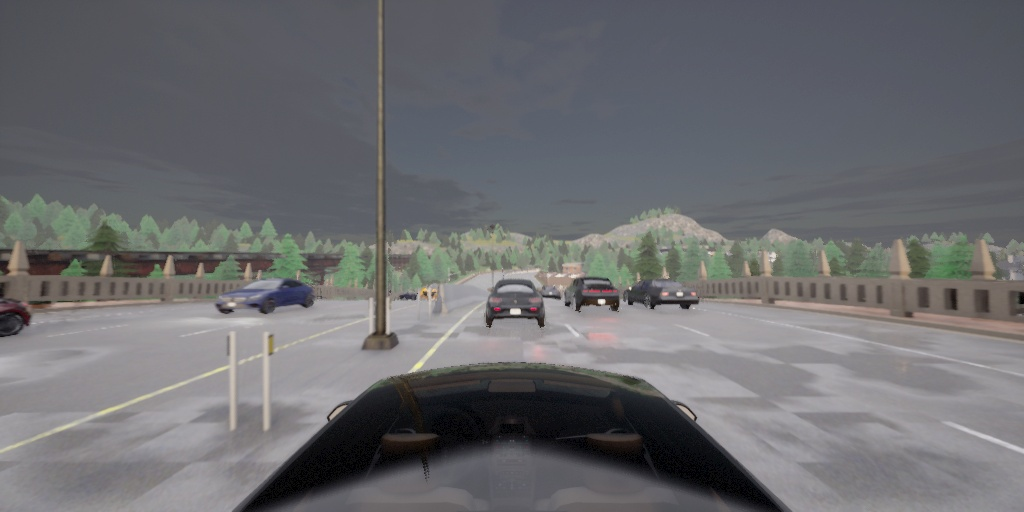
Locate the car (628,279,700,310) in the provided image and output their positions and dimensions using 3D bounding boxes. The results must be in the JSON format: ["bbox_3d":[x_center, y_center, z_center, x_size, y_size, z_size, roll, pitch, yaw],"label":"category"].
[{"bbox_3d":[7.096,1.839,17.670,2.033,1.411,5.357,0,-4,0],"label":"car"}]

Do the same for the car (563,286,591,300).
[{"bbox_3d":[7.093,4.111,39.490,2.128,1.511,4.902,0,-7,0],"label":"car"}]

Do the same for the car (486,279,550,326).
[{"bbox_3d":[0.098,1.524,12.499,1.812,1.442,4.674,0,-3,0],"label":"car"}]

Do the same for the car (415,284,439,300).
[{"bbox_3d":[-7.100,3.305,33.129,1.882,1.535,5.008,0,-7,0],"label":"car"}]

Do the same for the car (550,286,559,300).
[{"bbox_3d":[3.594,3.656,35.255,1.994,1.385,4.181,0,-7,0],"label":"car"}]

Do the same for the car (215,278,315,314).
[{"bbox_3d":[-10.602,1.704,15.907,1.812,1.442,4.674,0,-3,0],"label":"car"}]

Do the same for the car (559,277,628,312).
[{"bbox_3d":[3.596,1.737,16.806,1.837,1.490,4.892,0,-4,0],"label":"car"}]

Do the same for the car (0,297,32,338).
[{"bbox_3d":[-14.101,1.398,7.987,1.994,1.385,4.181,0,-2,0],"label":"car"}]

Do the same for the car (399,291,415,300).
[{"bbox_3d":[-14.083,5.473,49.537,1.895,1.301,4.718,0,-7,0],"label":"car"}]
